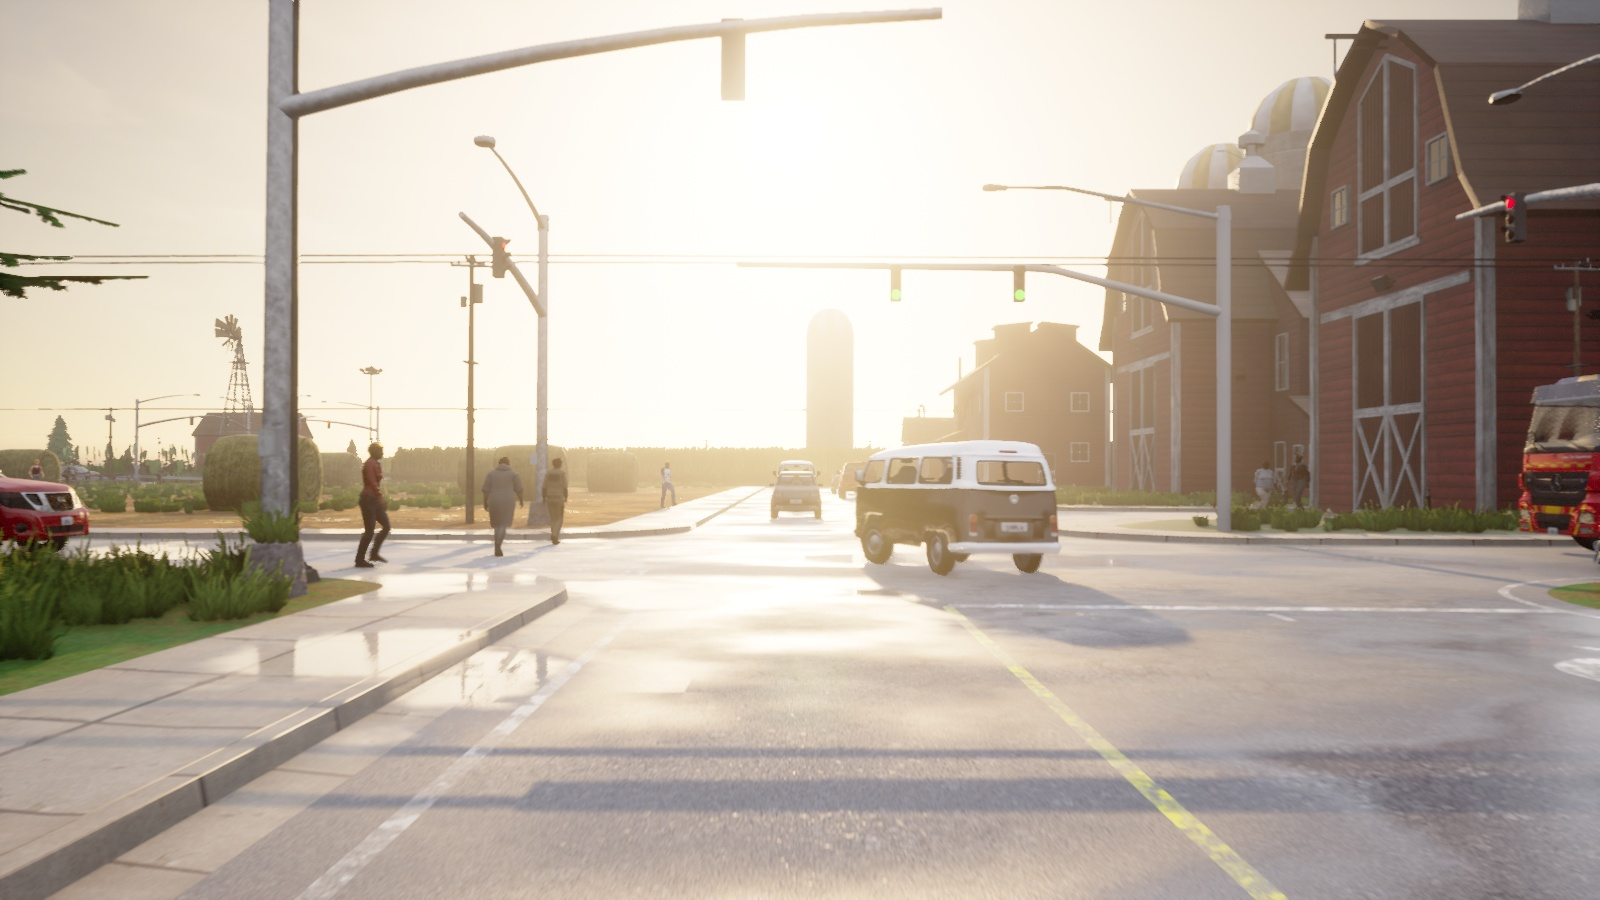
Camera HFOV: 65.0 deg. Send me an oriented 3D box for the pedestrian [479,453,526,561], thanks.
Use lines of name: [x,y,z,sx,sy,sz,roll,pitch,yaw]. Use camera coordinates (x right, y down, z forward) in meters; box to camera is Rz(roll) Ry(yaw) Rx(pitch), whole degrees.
pedestrian: [-5.499,1.047,23.241,0.659,1.952,0.873,0,-1,1]

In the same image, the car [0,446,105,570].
car: [-15.538,0.990,21.969,5.566,2.045,2.150,0,-1,1]

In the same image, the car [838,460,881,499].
car: [3.311,1.686,71.192,2.150,2.045,5.566,-1,-2,0]

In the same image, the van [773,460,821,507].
van: [-0.145,1.486,56.587,2.069,2.038,4.480,0,-1,0]

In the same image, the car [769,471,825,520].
car: [-0.108,1.496,42.175,1.789,1.549,3.705,0,-1,0]

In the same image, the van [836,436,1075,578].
van: [2.389,0.887,20.617,2.069,2.038,4.480,1,-2,-20]

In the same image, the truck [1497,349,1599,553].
truck: [18.917,0.019,24.951,8.468,3.827,2.891,0,-1,1]

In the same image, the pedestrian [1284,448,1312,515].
pedestrian: [14.404,0.906,36.341,0.666,1.930,0.402,0,-1,-31]

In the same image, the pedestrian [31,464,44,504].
pedestrian: [-35.136,1.576,57.867,0.594,1.836,0.345,-1,-1,43]

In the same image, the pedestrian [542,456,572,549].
pedestrian: [-5.113,1.094,26.444,0.396,1.930,0.692,0,-1,11]

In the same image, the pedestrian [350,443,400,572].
pedestrian: [-6.143,0.824,18.170,0.636,1.846,0.331,0,-1,-8]

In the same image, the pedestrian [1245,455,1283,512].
pedestrian: [15.203,1.085,41.155,0.874,1.855,0.900,0,-1,-1]

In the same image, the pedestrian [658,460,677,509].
pedestrian: [-4.898,1.276,46.562,0.354,1.836,0.706,1,-1,-42]
